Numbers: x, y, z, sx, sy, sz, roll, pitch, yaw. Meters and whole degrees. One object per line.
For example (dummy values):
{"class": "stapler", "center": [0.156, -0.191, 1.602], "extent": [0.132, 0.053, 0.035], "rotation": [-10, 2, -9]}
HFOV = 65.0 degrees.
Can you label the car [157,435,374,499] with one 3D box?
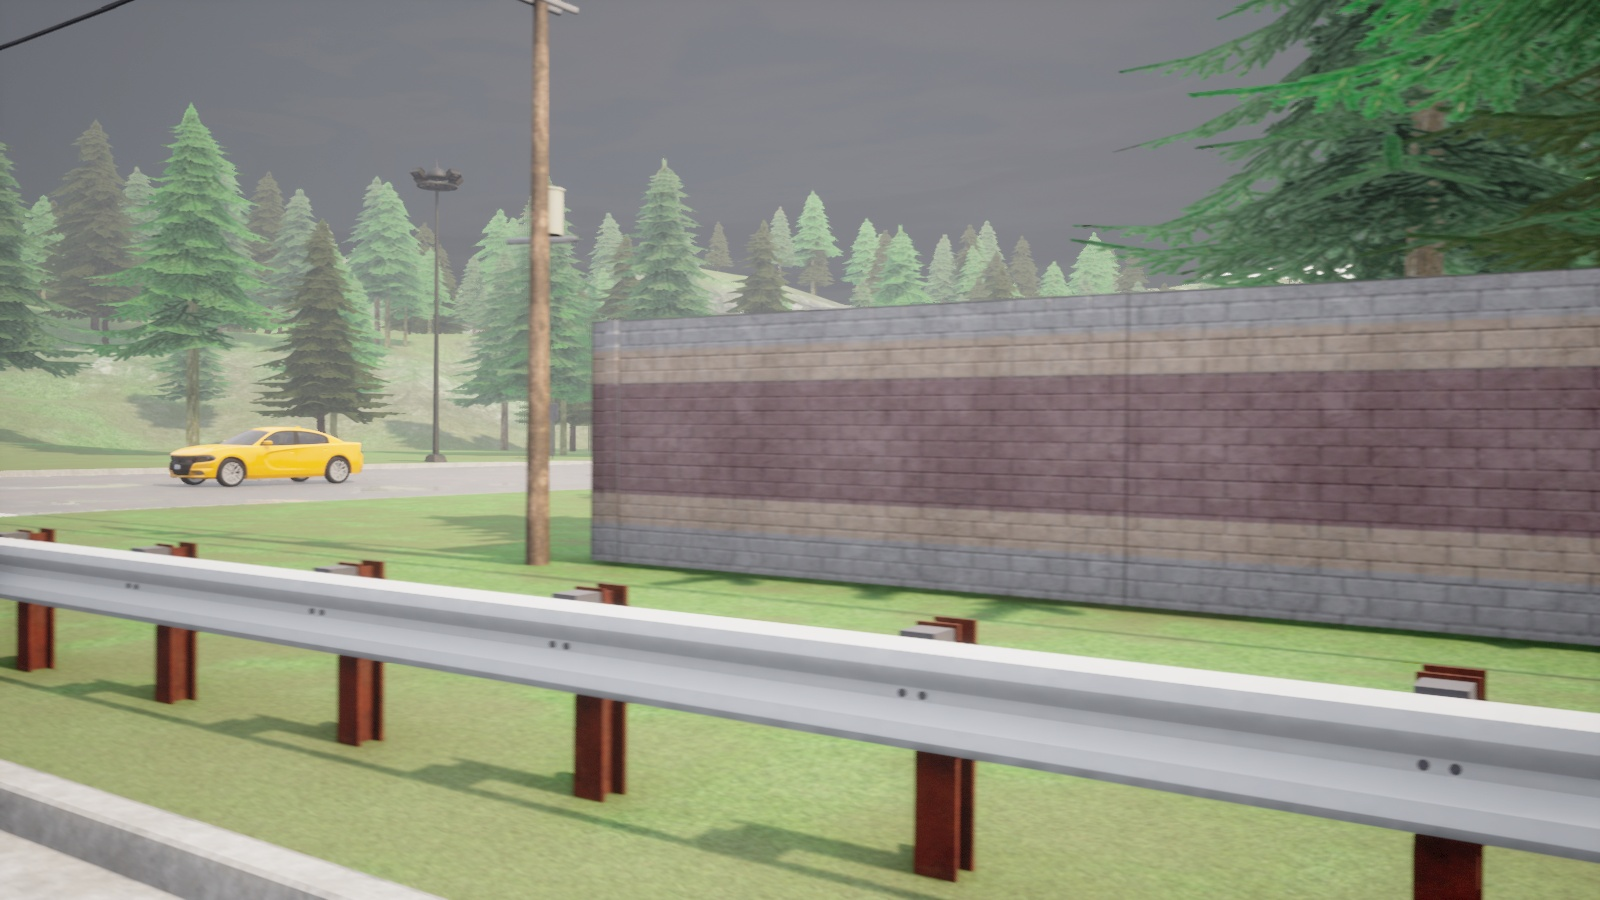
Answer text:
{"class": "car", "center": [-13.877, 0.386, 32.918], "extent": [1.882, 1.535, 5.008], "rotation": [0, 1, 34]}
